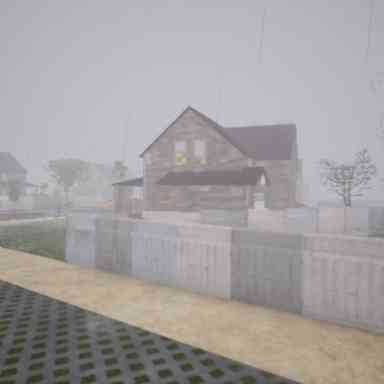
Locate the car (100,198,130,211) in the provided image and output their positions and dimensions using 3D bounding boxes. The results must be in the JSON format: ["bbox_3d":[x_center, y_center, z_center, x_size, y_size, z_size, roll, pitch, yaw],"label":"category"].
[{"bbox_3d":[-10.045,1.627,43.680,1.882,1.535,5.008,1,0,21],"label":"car"}]

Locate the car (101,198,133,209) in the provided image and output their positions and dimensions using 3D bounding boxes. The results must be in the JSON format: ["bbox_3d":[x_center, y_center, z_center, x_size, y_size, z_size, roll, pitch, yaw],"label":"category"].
[{"bbox_3d":[-10.993,1.668,49.025,2.128,1.511,4.902,1,0,22],"label":"car"}]
